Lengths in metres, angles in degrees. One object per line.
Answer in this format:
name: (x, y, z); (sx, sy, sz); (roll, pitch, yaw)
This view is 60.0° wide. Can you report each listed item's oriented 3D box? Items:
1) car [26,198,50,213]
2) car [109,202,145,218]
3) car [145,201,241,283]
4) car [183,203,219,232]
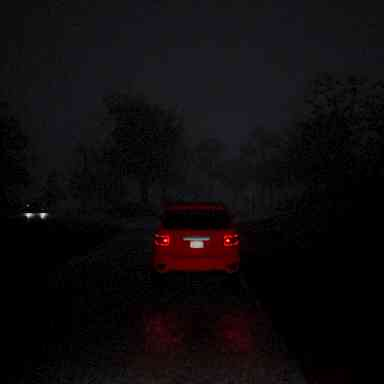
car: (-18.784, 1.589, 40.737); (2.097, 1.767, 4.553); (0, 0, -15)
car: (-5.334, 1.687, 31.382); (4.892, 1.490, 1.837); (0, 0, 2)
car: (0.119, 1.279, 10.029); (2.150, 2.045, 5.566); (0, 0, 0)
car: (0.729, 1.608, 22.348); (1.882, 1.535, 5.008); (0, 0, 7)
